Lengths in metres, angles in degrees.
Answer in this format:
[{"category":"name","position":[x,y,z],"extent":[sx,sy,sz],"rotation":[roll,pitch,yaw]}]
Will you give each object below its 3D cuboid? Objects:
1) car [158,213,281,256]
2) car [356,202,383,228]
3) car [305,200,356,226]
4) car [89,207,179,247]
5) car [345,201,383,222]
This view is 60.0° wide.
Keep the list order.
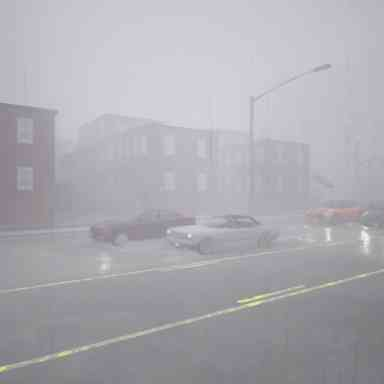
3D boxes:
[{"category":"car","position":[1.289,1.601,13.282],"extent":[4.718,1.301,1.895],"rotation":[0,0,-34]},{"category":"car","position":[12.762,1.352,21.003],"extent":[4.553,1.767,2.097],"rotation":[0,0,-34]},{"category":"car","position":[10.047,1.352,23.396],"extent":[4.553,1.767,2.097],"rotation":[0,0,-34]},{"category":"car","position":[-2.102,1.477,15.211],"extent":[5.008,1.535,1.882],"rotation":[0,0,-34]},{"category":"car","position":[14.167,1.471,26.079],"extent":[4.181,1.385,1.994],"rotation":[0,0,-34]}]
